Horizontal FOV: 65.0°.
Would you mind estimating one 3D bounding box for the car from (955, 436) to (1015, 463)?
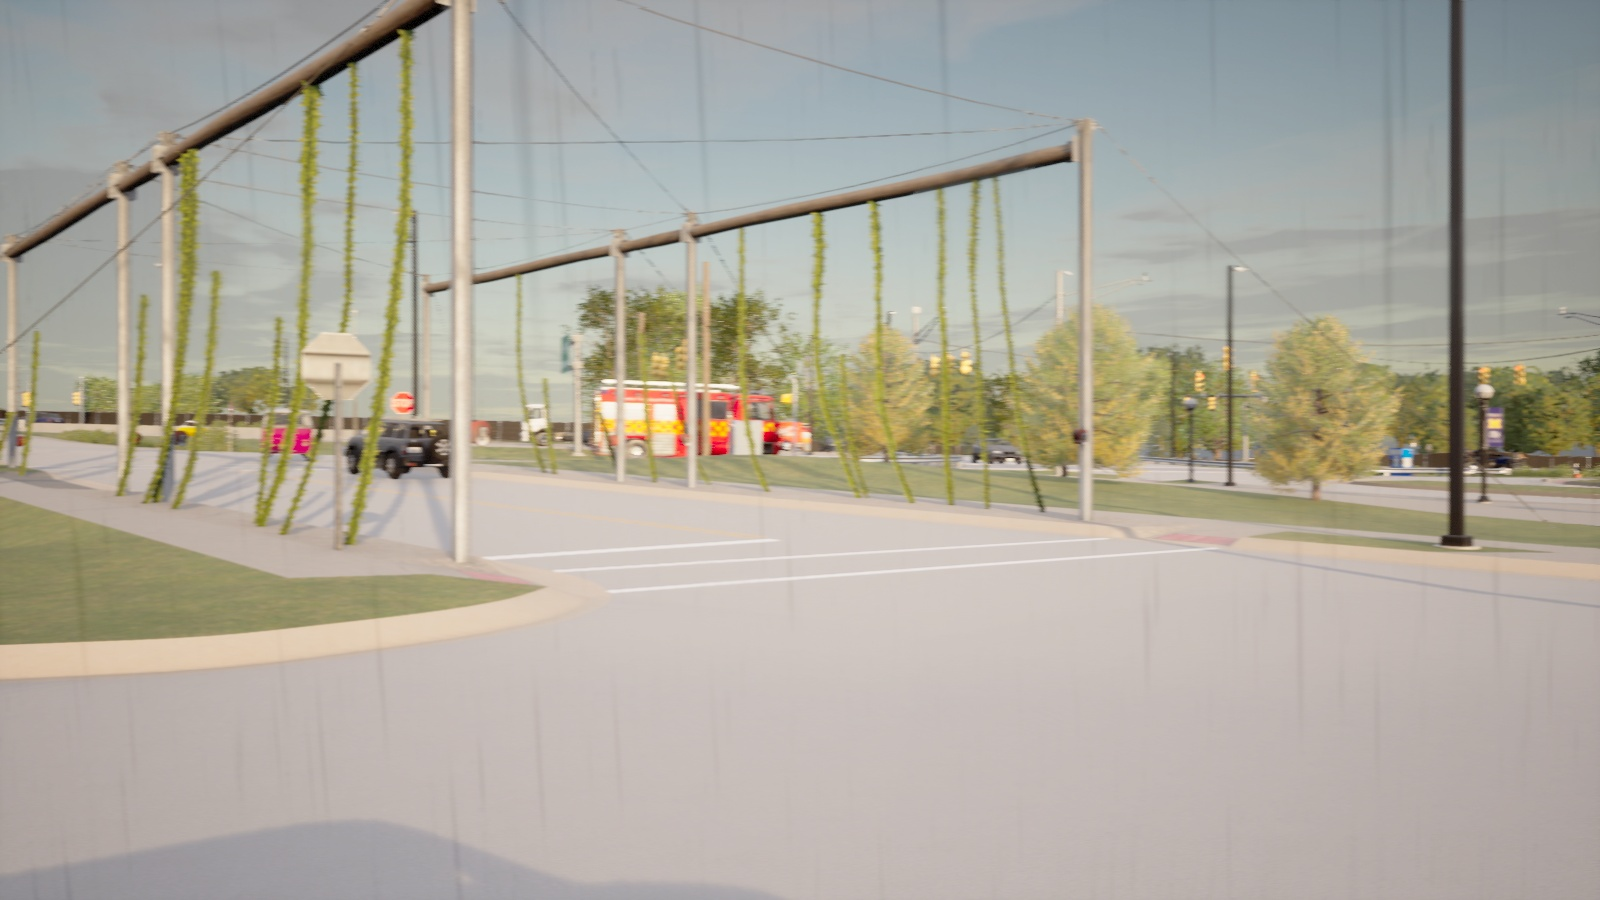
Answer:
[{"bbox_3d":[11.973,-0.026,81.673,2.242,1.667,4.611,1,0,-14],"label":"car"}]

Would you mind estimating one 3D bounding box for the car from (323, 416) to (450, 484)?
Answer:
[{"bbox_3d":[-12.630,-0.048,38.196,1.932,1.855,4.605,0,3,-43],"label":"car"}]

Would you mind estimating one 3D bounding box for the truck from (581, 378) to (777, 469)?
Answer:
[{"bbox_3d":[-5.582,-1.150,57.808,8.468,3.827,2.891,1,0,-17],"label":"truck"}]

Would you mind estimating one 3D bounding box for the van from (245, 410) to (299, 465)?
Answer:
[{"bbox_3d":[-20.072,-0.510,47.858,1.775,1.987,4.442,0,2,-22],"label":"van"}]
